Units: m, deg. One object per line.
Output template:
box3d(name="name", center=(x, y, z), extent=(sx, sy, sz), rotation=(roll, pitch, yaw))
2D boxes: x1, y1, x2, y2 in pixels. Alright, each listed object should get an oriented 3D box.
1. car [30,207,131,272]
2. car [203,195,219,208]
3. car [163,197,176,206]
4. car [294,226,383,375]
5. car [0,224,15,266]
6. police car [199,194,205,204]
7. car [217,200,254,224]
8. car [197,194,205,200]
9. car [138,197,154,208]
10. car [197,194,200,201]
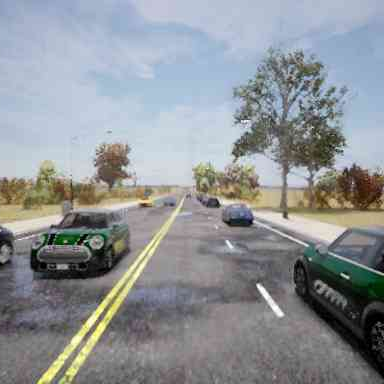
box3d(name="car", center=(-3.366, 1.357, 10.881), extent=(2.097, 1.767, 4.553), rotation=(0, 0, 0))
box3d(name="car", center=(3.005, 1.476, 48.647), extent=(1.882, 1.535, 5.008), rotation=(0, 0, -1))
box3d(name="car", center=(-3.600, 1.544, 53.395), extent=(2.033, 1.411, 5.357), rotation=(0, 0, 0))
box3d(name="car", center=(3.344, 1.355, 5.652), extent=(2.097, 1.767, 4.553), rotation=(0, 0, 0))
box3d(name="car", center=(-6.611, 1.509, 8.782), extent=(1.837, 1.490, 4.892), rotation=(0, 0, 0))
box3d(name="police car", center=(2.884, 1.496, 59.658), extent=(2.038, 1.542, 4.974), rotation=(0, 0, -1))
box3d(name="car", center=(3.283, 1.552, 24.574), extent=(2.033, 1.411, 5.357), rotation=(0, 0, 0))
box3d(name="car", center=(2.407, 1.452, 92.700), extent=(2.163, 1.488, 4.792), rotation=(0, 0, -1))
box3d(name="car", center=(-6.832, 1.477, 49.481), extent=(1.882, 1.535, 5.008), rotation=(0, 0, 0))
box3d(name="car", center=(2.738, 1.483, 70.698), extent=(2.163, 1.488, 4.792), rotation=(0, 0, -1))
